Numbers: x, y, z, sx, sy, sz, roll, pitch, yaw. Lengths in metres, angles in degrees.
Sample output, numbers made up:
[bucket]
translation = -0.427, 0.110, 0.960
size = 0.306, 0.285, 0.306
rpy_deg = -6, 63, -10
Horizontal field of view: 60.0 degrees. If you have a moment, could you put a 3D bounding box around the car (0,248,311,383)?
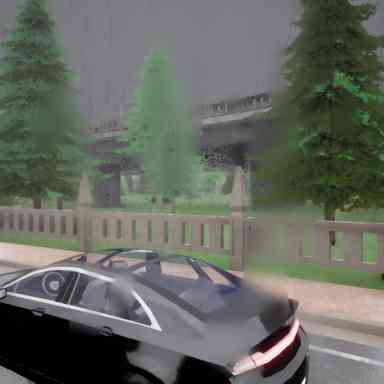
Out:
[car]
translation = -1.100, 1.492, 4.193
size = 4.902, 1.511, 2.128
rpy_deg = 0, 0, 33
